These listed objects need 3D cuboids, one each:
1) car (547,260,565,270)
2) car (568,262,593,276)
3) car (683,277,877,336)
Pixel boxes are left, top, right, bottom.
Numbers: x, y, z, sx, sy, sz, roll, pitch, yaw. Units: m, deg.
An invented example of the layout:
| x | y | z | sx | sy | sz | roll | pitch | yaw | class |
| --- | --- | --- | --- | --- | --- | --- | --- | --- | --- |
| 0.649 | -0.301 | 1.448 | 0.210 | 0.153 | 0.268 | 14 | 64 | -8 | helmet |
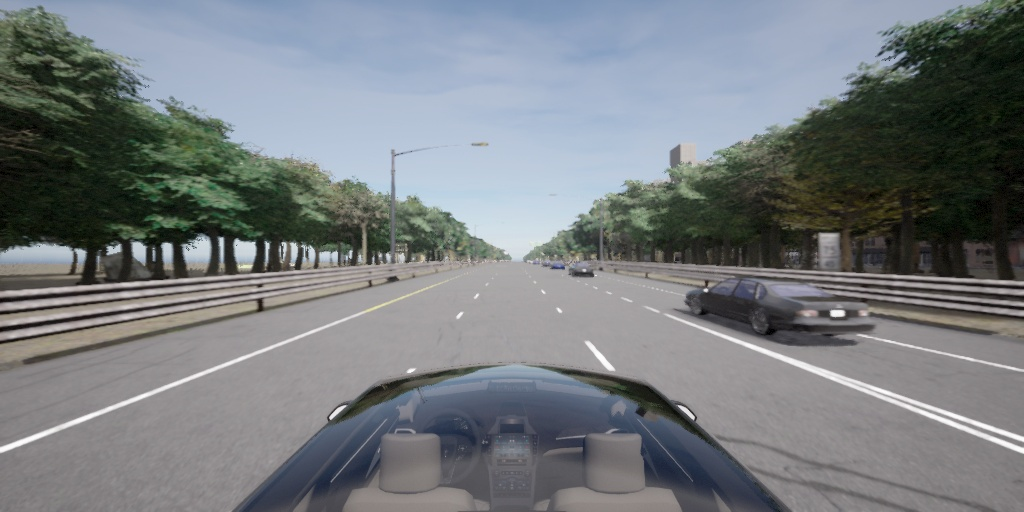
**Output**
| x | y | z | sx | sy | sz | roll | pitch | yaw | class |
| --- | --- | --- | --- | --- | --- | --- | --- | --- | --- |
| 7.067 | 1.422 | 56.321 | 1.994 | 1.385 | 4.181 | 0 | 0 | 0 | car |
| 7.010 | 1.330 | 36.778 | 1.994 | 1.385 | 4.181 | 0 | 0 | 0 | car |
| 7.065 | 1.299 | 10.338 | 2.033 | 1.411 | 5.357 | 0 | 0 | -1 | car |
